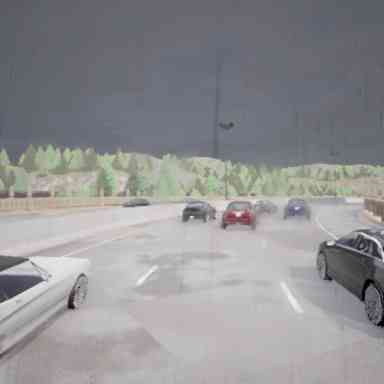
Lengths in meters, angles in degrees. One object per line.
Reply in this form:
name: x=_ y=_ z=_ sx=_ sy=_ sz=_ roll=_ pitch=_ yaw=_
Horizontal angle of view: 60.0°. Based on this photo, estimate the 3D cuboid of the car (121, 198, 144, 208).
car: x=-7.372 y=1.552 z=43.948 sx=1.837 sy=1.490 sz=4.892 roll=0 pitch=0 yaw=26

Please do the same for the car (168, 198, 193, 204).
car: x=-0.590 y=1.526 z=41.957 sx=1.882 sy=1.535 sz=5.008 roll=0 pitch=0 yaw=26

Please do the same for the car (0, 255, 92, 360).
car: x=-3.125 y=1.588 z=4.906 sx=1.895 sy=1.301 sz=4.718 roll=0 pitch=0 yaw=3

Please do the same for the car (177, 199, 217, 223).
car: x=0.663 y=1.512 z=25.495 sx=1.837 sy=1.490 sz=4.892 roll=0 pitch=0 yaw=16

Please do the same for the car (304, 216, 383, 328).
car: x=4.078 y=1.504 z=6.918 sx=2.128 sy=1.511 sz=4.902 roll=0 pitch=0 yaw=5

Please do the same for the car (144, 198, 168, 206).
car: x=-3.856 y=1.576 z=43.223 sx=1.812 sy=1.442 sz=4.674 roll=0 pitch=0 yaw=26

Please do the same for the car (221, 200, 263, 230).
car: x=3.241 y=1.359 z=21.632 sx=2.097 sy=1.767 sz=4.553 roll=0 pitch=0 yaw=14

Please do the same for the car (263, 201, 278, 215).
car: x=7.491 y=1.578 z=34.085 sx=2.033 sy=1.411 sz=5.357 roll=0 pitch=0 yaw=24

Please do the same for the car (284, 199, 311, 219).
car: x=9.269 y=1.375 z=29.031 sx=2.097 sy=1.767 sz=4.553 roll=0 pitch=0 yaw=20
